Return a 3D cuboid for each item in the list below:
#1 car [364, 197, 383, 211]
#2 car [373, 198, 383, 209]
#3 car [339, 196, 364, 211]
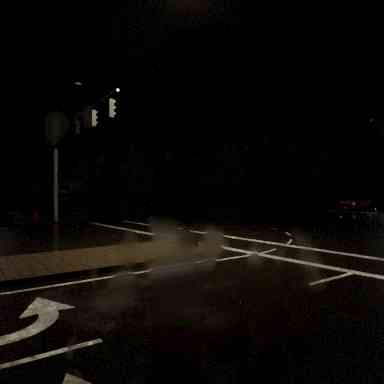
[{"bbox_3d":[22.778,1.552,38.852,5.357,1.411,2.033,0,0,-35],"label":"car"},{"bbox_3d":[27.379,1.569,46.414,4.181,1.385,1.994,0,0,-36],"label":"car"},{"bbox_3d":[20.365,1.356,41.384,4.553,1.767,2.097,0,0,-36],"label":"car"}]
